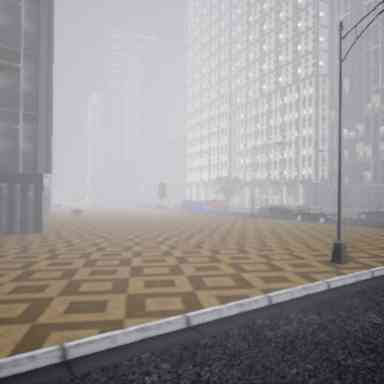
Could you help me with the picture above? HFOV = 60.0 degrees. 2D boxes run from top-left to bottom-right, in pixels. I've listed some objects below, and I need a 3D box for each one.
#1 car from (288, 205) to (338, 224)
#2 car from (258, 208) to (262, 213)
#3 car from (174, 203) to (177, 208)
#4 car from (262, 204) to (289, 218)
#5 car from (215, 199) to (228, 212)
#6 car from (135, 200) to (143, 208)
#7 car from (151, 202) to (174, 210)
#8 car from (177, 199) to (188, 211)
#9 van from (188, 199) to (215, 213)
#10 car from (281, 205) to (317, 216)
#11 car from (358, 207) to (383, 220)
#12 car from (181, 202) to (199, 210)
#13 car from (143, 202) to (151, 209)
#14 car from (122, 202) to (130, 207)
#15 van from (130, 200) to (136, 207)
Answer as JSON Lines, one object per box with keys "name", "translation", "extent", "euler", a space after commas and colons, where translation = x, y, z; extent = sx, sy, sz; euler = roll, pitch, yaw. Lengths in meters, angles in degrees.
{"name": "car", "translation": [10.919, 2.008, 29.051], "extent": [2.008, 1.369, 4.403], "euler": [0, -1, -25]}
{"name": "car", "translation": [11.324, 2.444, 47.884], "extent": [1.947, 1.339, 4.313], "euler": [0, -1, -25]}
{"name": "car", "translation": [-3.033, 3.114, 78.422], "extent": [1.802, 1.307, 4.206], "euler": [0, -1, -25]}
{"name": "car", "translation": [10.340, 2.109, 36.403], "extent": [2.128, 1.511, 4.902], "euler": [1, -1, -25]}
{"name": "car", "translation": [4.109, 2.280, 57.023], "extent": [2.150, 2.045, 5.566], "euler": [1, -2, -25]}
{"name": "car", "translation": [-10.617, 2.971, 74.859], "extent": [1.887, 1.381, 4.507], "euler": [0, -1, -25]}
{"name": "car", "translation": [-5.831, 2.755, 64.680], "extent": [2.008, 1.369, 4.403], "euler": [0, -1, -25]}
{"name": "car", "translation": [-0.063, 2.312, 58.740], "extent": [2.150, 2.045, 5.566], "euler": [1, -2, -25]}
{"name": "van", "translation": [1.345, 2.220, 49.415], "extent": [1.690, 1.788, 3.998], "euler": [0, -1, -25]}
{"name": "car", "translation": [13.717, 2.338, 42.795], "extent": [1.947, 1.339, 4.313], "euler": [0, -1, -25]}
{"name": "car", "translation": [18.503, 2.114, 32.615], "extent": [2.008, 1.369, 4.403], "euler": [0, -1, -25]}
{"name": "car", "translation": [-0.446, 2.773, 66.625], "extent": [1.837, 1.490, 4.892], "euler": [1, -1, -25]}
{"name": "car", "translation": [-8.153, 2.837, 69.617], "extent": [1.752, 1.417, 4.829], "euler": [0, -1, -25]}
{"name": "car", "translation": [-17.795, 3.308, 90.127], "extent": [1.887, 1.381, 4.507], "euler": [0, -1, -25]}
{"name": "van", "translation": [-13.012, 2.879, 79.952], "extent": [1.690, 1.788, 3.998], "euler": [0, -1, -25]}
